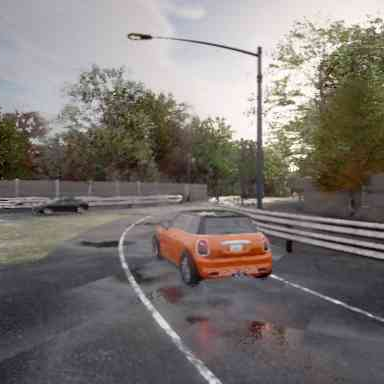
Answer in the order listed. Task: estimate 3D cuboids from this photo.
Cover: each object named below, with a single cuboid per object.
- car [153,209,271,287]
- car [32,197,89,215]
[{"bbox_3d":[0.292,1.265,9.499,2.097,1.767,4.553,0,1,-19],"label":"car"},{"bbox_3d":[-11.810,1.245,30.132,4.892,1.490,1.837,0,0,-40],"label":"car"}]
